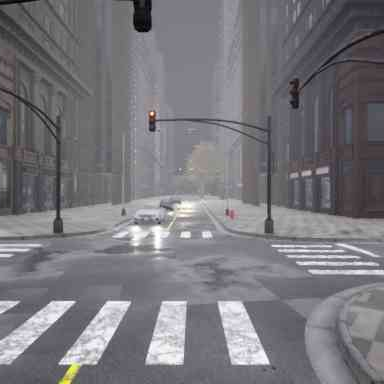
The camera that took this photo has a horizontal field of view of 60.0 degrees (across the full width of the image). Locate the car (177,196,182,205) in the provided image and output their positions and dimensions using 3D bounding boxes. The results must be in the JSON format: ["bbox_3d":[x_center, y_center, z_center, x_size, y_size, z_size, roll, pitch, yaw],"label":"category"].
[{"bbox_3d":[-2.905,1.513,59.670,1.882,1.535,5.008,0,0,0],"label":"car"}]

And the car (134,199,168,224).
[{"bbox_3d":[-3.060,1.525,24.587,1.812,1.442,4.674,0,0,0],"label":"car"}]

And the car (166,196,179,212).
[{"bbox_3d":[-3.036,1.553,39.216,2.033,1.411,5.357,0,0,0],"label":"car"}]
